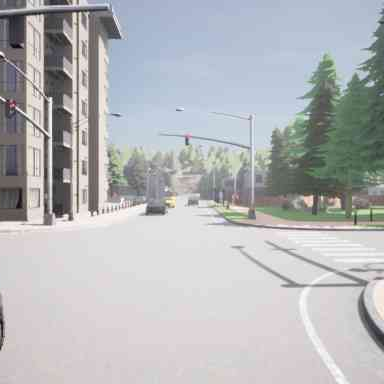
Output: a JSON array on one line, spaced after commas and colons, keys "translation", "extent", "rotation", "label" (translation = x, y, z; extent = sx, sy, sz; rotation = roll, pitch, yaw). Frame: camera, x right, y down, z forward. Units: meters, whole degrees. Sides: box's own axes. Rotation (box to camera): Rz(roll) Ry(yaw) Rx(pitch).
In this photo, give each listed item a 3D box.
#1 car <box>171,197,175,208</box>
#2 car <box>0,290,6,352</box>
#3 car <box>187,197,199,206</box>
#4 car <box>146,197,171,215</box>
[{"translation": [-3.423, 1.471, 46.785], "extent": [1.882, 1.535, 5.008], "rotation": [0, 0, 0], "label": "car"}, {"translation": [-3.592, 1.351, 2.611], "extent": [2.097, 1.767, 4.553], "rotation": [0, 0, 0], "label": "car"}, {"translation": [0.196, 1.539, 55.714], "extent": [2.033, 1.411, 5.357], "rotation": [0, 0, 0], "label": "car"}, {"translation": [-3.483, 1.473, 33.534], "extent": [1.882, 1.535, 5.008], "rotation": [0, 0, 0], "label": "car"}]
